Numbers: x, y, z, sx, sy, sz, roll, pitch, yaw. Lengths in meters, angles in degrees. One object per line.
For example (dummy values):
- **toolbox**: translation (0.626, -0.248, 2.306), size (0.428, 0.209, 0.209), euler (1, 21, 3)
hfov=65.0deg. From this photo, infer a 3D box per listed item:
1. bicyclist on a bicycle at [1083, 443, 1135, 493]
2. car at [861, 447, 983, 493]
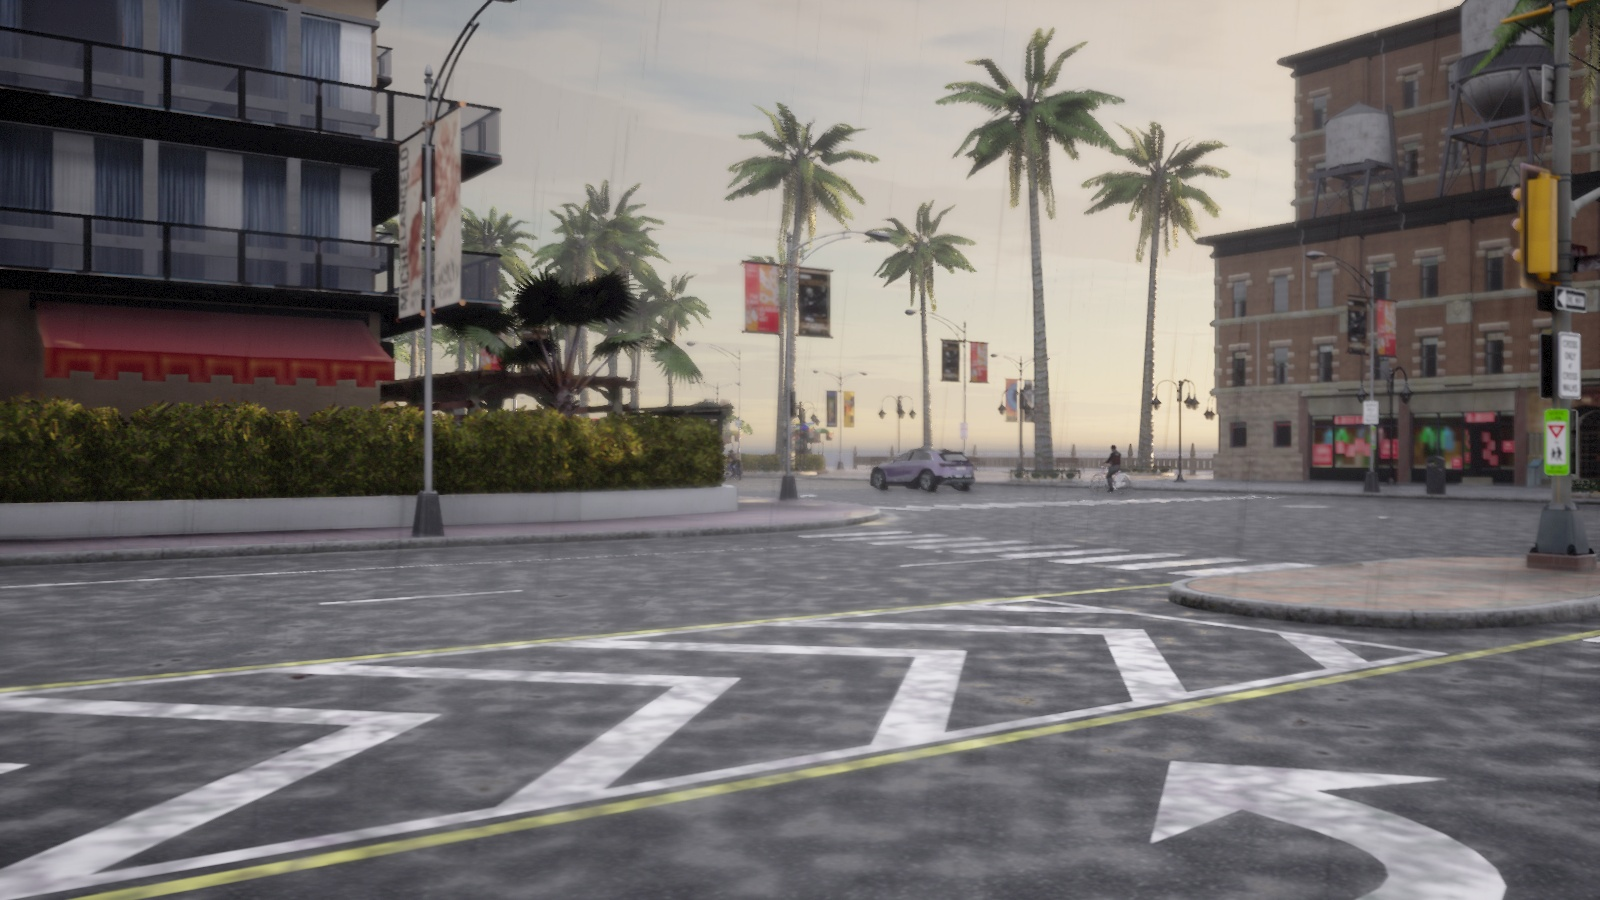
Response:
- **bicyclist on a bicycle**: translation (11.075, 0.644, 45.038), size (0.659, 1.776, 1.843), euler (0, -1, -34)
- **car**: translation (4.613, 0.733, 48.288), size (2.033, 1.649, 4.856), euler (0, 0, -34)
